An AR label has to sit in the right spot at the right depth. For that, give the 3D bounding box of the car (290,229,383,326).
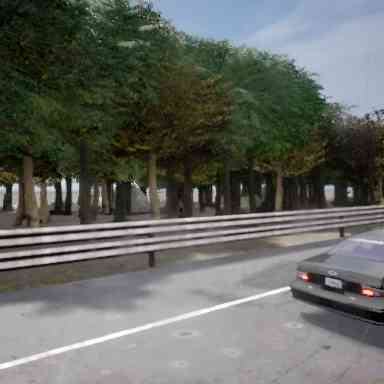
[{"bbox_3d":[4.312,1.483,6.818,5.357,1.411,2.033,-1,0,-36],"label":"car"}]
